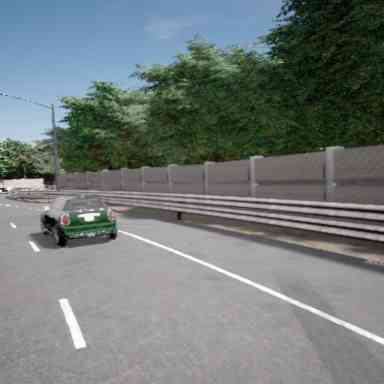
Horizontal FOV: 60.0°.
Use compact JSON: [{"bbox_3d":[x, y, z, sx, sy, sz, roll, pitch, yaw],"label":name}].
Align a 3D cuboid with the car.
[{"bbox_3d":[-4.698,0.908,13.355,2.097,1.767,4.553,-4,3,-32],"label":"car"}]
